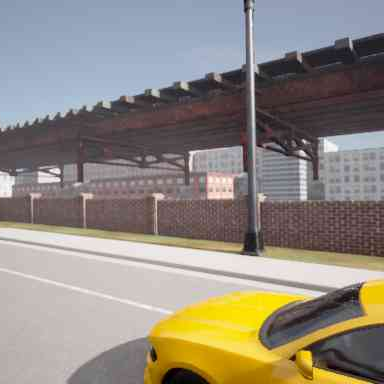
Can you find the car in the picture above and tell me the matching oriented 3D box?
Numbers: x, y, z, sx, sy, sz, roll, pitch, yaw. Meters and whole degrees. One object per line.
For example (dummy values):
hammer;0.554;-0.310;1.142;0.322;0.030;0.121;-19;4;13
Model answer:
car;1.845;1.477;2.623;5.008;1.535;1.882;0;0;34
